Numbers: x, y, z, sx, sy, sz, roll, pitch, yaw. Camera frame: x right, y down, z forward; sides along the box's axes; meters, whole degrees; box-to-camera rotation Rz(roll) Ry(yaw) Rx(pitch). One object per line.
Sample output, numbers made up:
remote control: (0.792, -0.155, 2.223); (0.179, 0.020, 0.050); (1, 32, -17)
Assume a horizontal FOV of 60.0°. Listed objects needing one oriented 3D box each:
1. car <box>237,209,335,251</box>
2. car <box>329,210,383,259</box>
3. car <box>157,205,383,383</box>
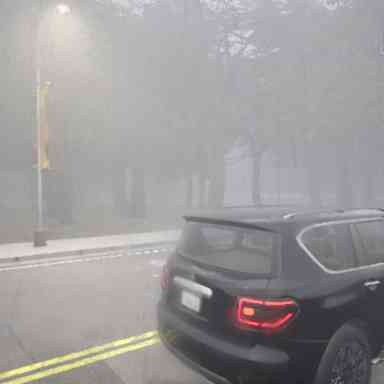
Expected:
car: (4.219, 1.544, 14.680); (4.181, 1.385, 1.994); (0, 0, -35)
car: (8.008, 1.524, 13.395); (5.357, 1.411, 2.033); (0, 0, -35)
car: (2.170, 1.213, 4.990); (5.566, 2.045, 2.150); (0, 0, -36)
